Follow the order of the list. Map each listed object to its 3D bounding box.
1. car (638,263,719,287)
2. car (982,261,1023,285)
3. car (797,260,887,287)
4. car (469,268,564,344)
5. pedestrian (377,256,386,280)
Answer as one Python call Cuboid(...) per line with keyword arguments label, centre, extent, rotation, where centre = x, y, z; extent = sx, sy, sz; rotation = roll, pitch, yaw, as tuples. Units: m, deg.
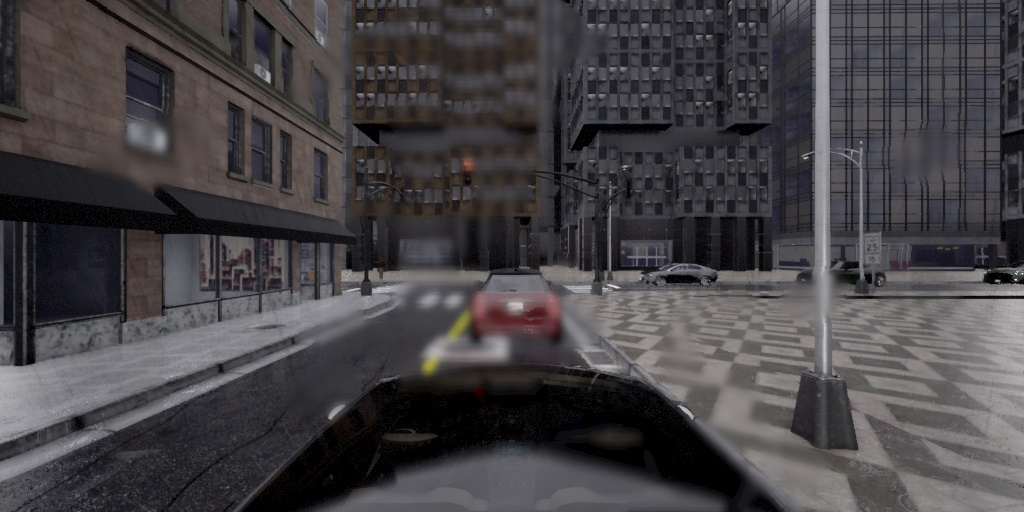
Cuboid(label="car", centre=(10.902, 1.224, 23.639), extent=(4.902, 1.511, 2.128), rotation=(0, 0, 0))
Cuboid(label="car", centre=(34.012, 1.053, 23.389), extent=(4.553, 1.767, 2.097), rotation=(0, 0, 3))
Cuboid(label="car", centre=(21.514, 1.070, 23.548), extent=(4.553, 1.767, 2.097), rotation=(0, 0, 1))
Cuboid(label="car", centre=(0.071, 1.102, 9.751), extent=(2.097, 1.767, 4.553), rotation=(0, 0, -1))
Cuboid(label="pedestrian", centre=(-9.832, 0.903, 26.936), extent=(0.375, 1.860, 0.375), rotation=(0, 0, 1))
